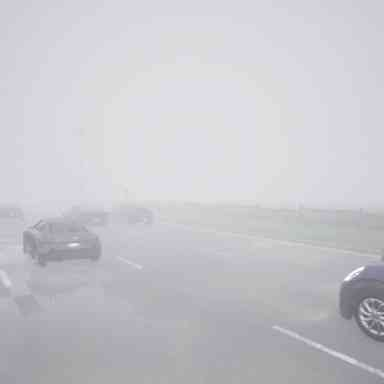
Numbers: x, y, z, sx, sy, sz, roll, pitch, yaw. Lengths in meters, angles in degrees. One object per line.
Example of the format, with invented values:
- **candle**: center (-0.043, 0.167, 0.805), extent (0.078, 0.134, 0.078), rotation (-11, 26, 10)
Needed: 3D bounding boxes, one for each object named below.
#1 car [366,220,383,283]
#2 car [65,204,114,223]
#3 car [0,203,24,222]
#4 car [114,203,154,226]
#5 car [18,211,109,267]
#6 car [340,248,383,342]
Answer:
- **car**: center (6.753, 1.513, 7.179), extent (2.128, 1.511, 4.902), rotation (0, 0, -34)
- **car**: center (-6.983, 1.533, 21.570), extent (1.882, 1.535, 5.008), rotation (0, 0, -34)
- **car**: center (-15.026, 1.595, 27.375), extent (1.812, 1.442, 4.674), rotation (0, 0, -34)
- **car**: center (-4.472, 1.570, 24.116), extent (1.837, 1.490, 4.892), rotation (0, 0, -34)
- **car**: center (-4.730, 1.594, 11.835), extent (1.994, 1.385, 4.181), rotation (0, 0, -34)
- **car**: center (4.393, 1.364, 4.405), extent (2.097, 1.767, 4.553), rotation (0, 0, -34)
